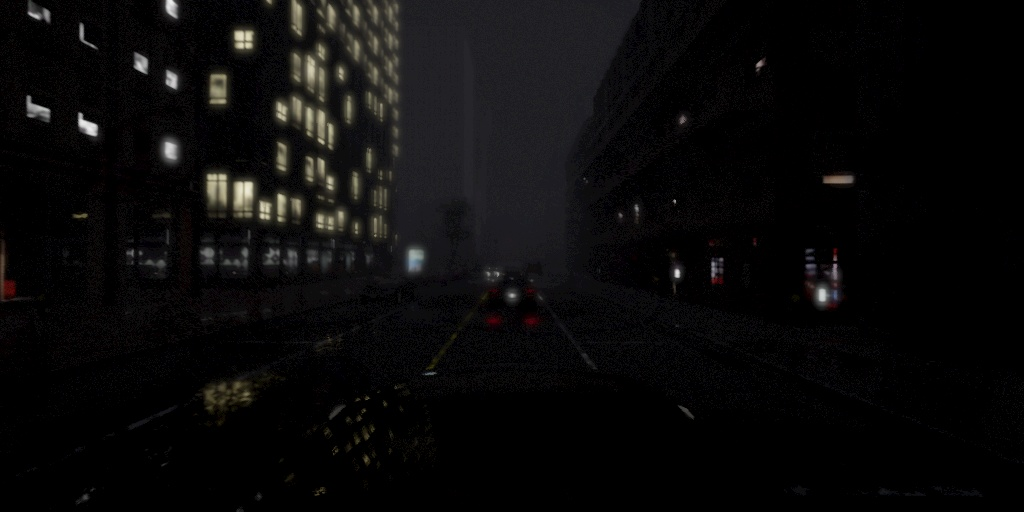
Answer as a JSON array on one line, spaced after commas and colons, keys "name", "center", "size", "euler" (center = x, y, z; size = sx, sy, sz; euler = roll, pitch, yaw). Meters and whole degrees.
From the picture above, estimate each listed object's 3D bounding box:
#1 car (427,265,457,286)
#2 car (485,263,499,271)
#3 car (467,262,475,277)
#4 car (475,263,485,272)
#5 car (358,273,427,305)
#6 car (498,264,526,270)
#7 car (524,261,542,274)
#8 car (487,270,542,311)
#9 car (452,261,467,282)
[{"name": "car", "center": [-5.692, 1.620, 28.004], "size": [1.802, 1.307, 4.207], "euler": [0, 0, 0]}, {"name": "car", "center": [-3.069, 1.901, 59.978], "size": [1.837, 1.490, 4.892], "euler": [0, 0, 0]}, {"name": "car", "center": [-5.692, 1.476, 39.106], "size": [2.192, 1.841, 5.009], "euler": [0, 0, 0]}, {"name": "car", "center": [-5.694, 1.978, 61.308], "size": [1.948, 1.339, 4.313], "euler": [0, 0, 0]}, {"name": "car", "center": [-5.692, 1.466, 16.903], "size": [2.007, 1.370, 4.403], "euler": [0, 0, 0]}, {"name": "car", "center": [0.017, 1.593, 30.726], "size": [1.812, 1.442, 4.674], "euler": [0, 0, 0]}, {"name": "car", "center": [2.687, 1.538, 44.657], "size": [2.192, 1.841, 5.009], "euler": [0, 0, 0]}, {"name": "car", "center": [0.017, 1.463, 15.340], "size": [1.994, 1.385, 4.181], "euler": [0, -1, 0]}, {"name": "car", "center": [-5.693, 1.539, 33.555], "size": [1.967, 1.591, 4.097], "euler": [0, 0, 0]}]
